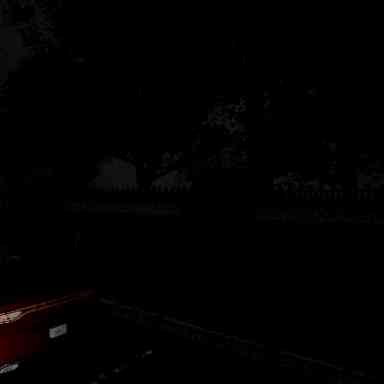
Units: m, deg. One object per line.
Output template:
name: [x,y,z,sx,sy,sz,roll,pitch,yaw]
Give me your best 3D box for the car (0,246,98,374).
car: [-3.433,1.547,5.330,4.507,1.381,1.887,0,0,36]
